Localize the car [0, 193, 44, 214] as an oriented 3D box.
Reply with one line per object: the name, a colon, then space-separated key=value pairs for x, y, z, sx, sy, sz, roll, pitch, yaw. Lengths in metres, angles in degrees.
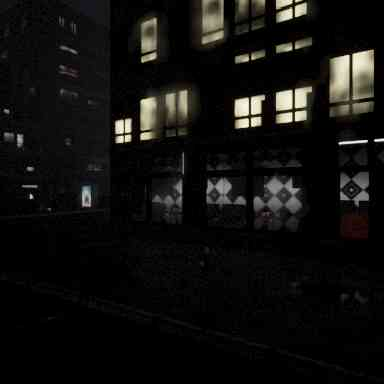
car: x=-16.134 y=1.028 z=29.090 sx=2.192 sy=1.841 sz=5.009 roll=1 pitch=2 yaw=35

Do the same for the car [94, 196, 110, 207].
car: x=-9.781 y=1.071 z=38.191 sx=1.947 sy=1.339 sz=4.313 roll=1 pitch=2 yaw=35

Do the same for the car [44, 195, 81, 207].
car: x=-16.687 y=1.073 z=42.939 sx=1.802 sy=1.307 sz=4.206 roll=1 pitch=2 yaw=35

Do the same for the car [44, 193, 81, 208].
car: x=-15.619 y=0.882 z=39.968 sx=2.097 sy=1.767 sz=4.553 roll=0 pitch=1 yaw=35
